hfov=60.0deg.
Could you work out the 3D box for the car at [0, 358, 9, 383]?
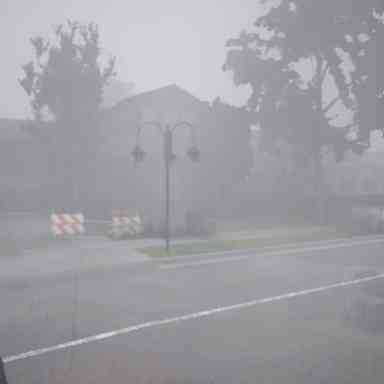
[{"bbox_3d":[-3.486,1.466,1.274,4.902,1.511,2.128,0,0,-37],"label":"car"}]
